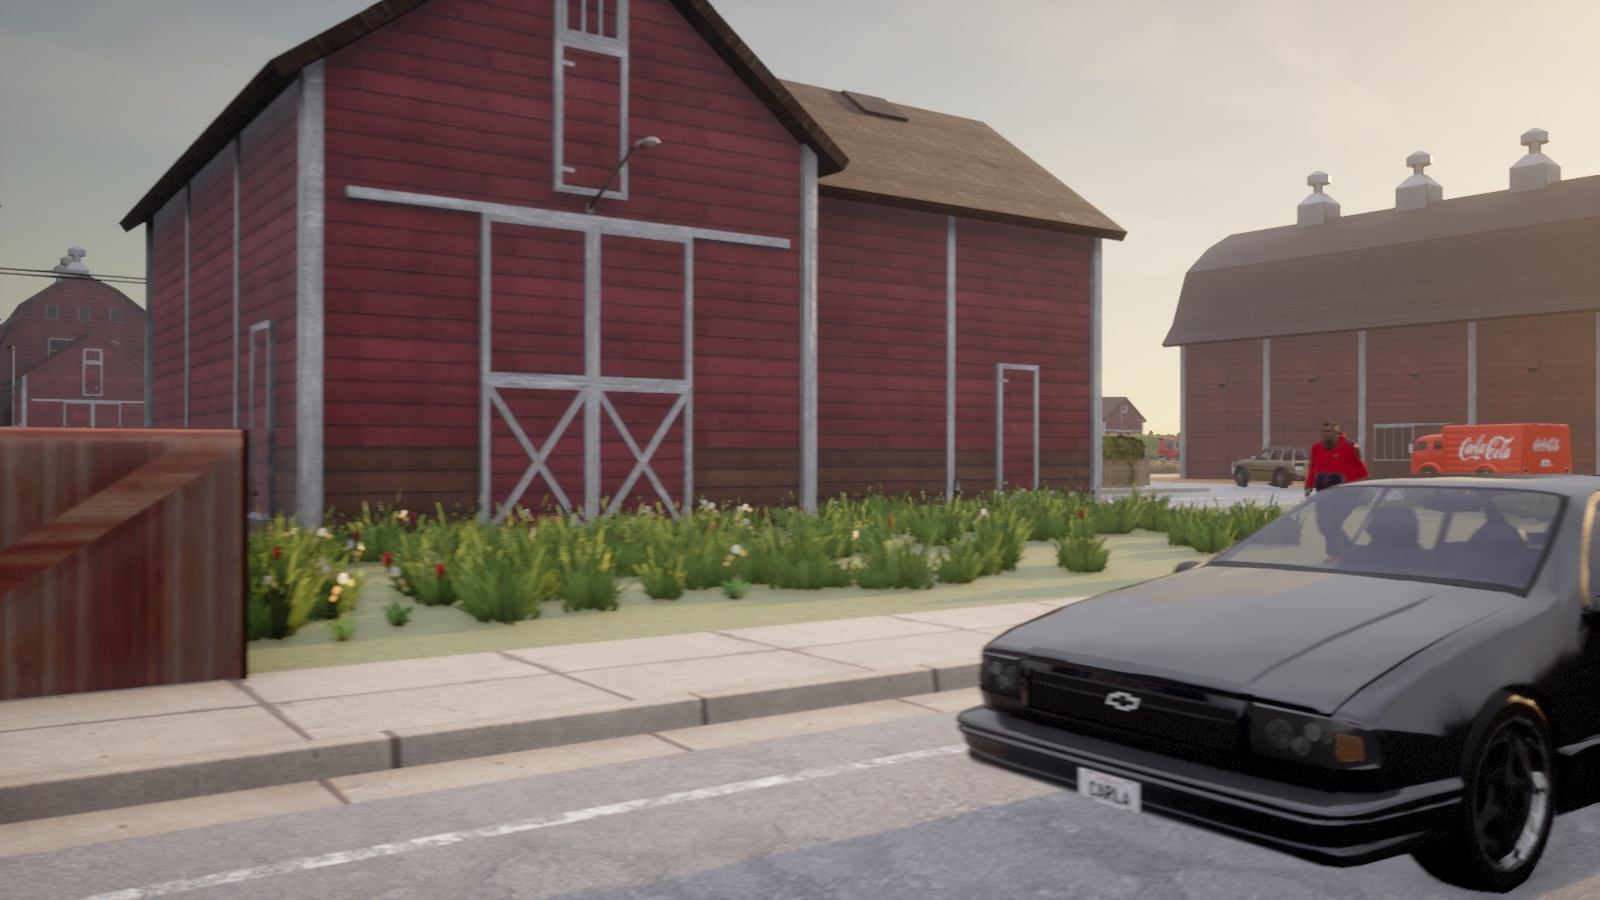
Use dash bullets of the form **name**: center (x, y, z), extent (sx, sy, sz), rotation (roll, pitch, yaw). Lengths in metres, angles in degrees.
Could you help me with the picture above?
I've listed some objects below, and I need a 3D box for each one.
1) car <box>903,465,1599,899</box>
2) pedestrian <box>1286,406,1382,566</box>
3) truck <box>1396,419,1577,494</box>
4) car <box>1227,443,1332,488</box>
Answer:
- **car**: center (3.208, 0.800, 5.891), extent (5.357, 1.411, 2.033), rotation (0, 0, -35)
- **pedestrian**: center (6.365, 0.411, 14.976), extent (0.899, 1.844, 0.634), rotation (0, 0, -30)
- **truck**: center (24.124, 0.255, 44.411), extent (2.627, 2.467, 5.204), rotation (0, -1, -19)
- **car**: center (20.877, 0.649, 54.901), extent (1.932, 1.855, 4.605), rotation (0, 1, -15)
